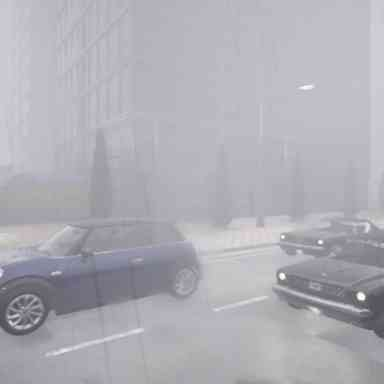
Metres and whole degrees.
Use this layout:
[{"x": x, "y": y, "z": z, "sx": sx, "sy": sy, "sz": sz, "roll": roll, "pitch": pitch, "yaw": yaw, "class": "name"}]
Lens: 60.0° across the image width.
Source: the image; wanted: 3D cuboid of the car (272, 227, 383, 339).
[{"x": 3.800, "y": 1.613, "z": 6.677, "sx": 4.718, "sy": 1.301, "sz": 1.895, "roll": 0, "pitch": 0, "yaw": -35, "class": "car"}]

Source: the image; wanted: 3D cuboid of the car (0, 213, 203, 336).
[{"x": -2.041, "y": 1.356, "z": 6.822, "sx": 4.553, "sy": 1.767, "sz": 2.097, "roll": 0, "pitch": 0, "yaw": -35, "class": "car"}]

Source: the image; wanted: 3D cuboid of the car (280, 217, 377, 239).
[{"x": 5.280, "y": 1.621, "z": 12.046, "sx": 4.718, "sy": 1.301, "sz": 1.895, "roll": 0, "pitch": 0, "yaw": -35, "class": "car"}]
